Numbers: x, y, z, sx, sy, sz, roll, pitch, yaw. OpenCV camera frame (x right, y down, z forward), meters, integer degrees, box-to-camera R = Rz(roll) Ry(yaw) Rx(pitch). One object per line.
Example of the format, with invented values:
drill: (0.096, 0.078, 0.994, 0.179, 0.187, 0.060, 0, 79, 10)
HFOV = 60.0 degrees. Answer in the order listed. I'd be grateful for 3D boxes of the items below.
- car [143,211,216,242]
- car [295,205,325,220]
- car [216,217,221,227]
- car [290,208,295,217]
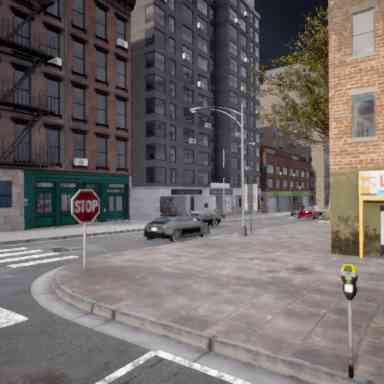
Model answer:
car: (-0.767, 1.924, 18.597, 1.994, 1.385, 4.181, -1, -2, 35)
car: (14.508, 2.386, 40.255, 2.097, 1.767, 4.553, -1, -2, 35)
car: (0.284, 2.135, 25.205, 1.895, 1.301, 4.718, -1, -2, 35)
car: (15.106, 2.684, 46.079, 1.837, 1.490, 4.892, -1, -2, 36)
